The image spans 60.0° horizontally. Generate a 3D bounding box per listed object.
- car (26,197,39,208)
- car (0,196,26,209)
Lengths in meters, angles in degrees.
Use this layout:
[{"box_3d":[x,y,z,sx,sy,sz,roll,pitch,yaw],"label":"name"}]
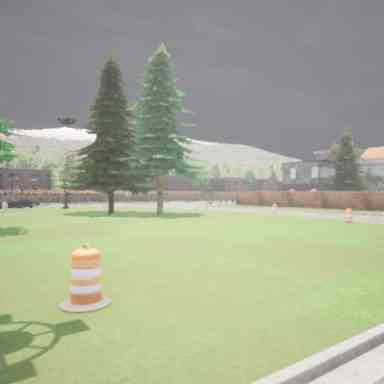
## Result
[{"box_3d":[-25.120,1.551,48.827,4.892,1.490,1.837,1,0,-35],"label":"car"},{"box_3d":[-25.260,1.383,44.404,4.553,1.767,2.097,1,0,-36],"label":"car"}]
